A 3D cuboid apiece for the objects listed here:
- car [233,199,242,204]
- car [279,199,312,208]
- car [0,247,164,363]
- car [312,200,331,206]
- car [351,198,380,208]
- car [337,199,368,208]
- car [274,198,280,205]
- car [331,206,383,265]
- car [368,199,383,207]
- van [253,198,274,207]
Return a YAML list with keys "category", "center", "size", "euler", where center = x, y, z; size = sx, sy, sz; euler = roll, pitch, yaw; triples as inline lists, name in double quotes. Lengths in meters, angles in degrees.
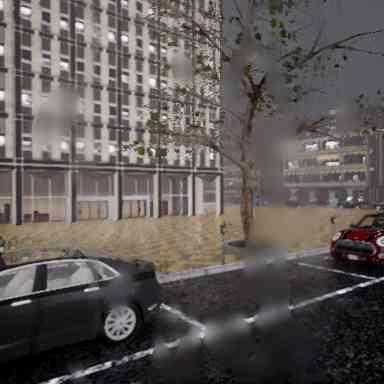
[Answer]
- category: "car"
  center: [12.061, 2.470, 83.650]
  size: [1.802, 1.307, 4.206]
  euler: [-2, 0, -36]
- category: "car"
  center: [18.687, 2.152, 60.069]
  size: [1.887, 1.381, 4.507]
  euler: [-1, 0, -36]
- category: "car"
  center: [-2.521, 1.551, 4.770]
  size: [4.403, 1.369, 2.008]
  euler: [0, 0, -35]
- category: "car"
  center: [25.191, 2.142, 65.655]
  size: [1.802, 1.307, 4.206]
  euler: [-2, 0, -36]
- category: "car"
  center: [30.450, 1.870, 58.473]
  size: [1.967, 1.590, 4.097]
  euler: [-2, 0, -36]
- category: "car"
  center: [24.768, 2.006, 51.595]
  size: [2.008, 1.369, 4.403]
  euler: [-1, 0, -36]
- category: "car"
  center: [18.594, 2.165, 74.632]
  size: [1.967, 1.590, 4.097]
  euler: [-2, 0, -36]
- category: "car"
  center: [6.479, 1.445, 11.190]
  size: [4.097, 1.590, 1.967]
  euler: [0, 0, -35]
- category: "car"
  center: [28.034, 1.925, 47.084]
  size: [2.008, 1.369, 4.403]
  euler: [-1, 0, -36]
- category: "van"
  center: [13.766, 2.072, 66.954]
  size: [1.690, 1.788, 3.998]
  euler: [-1, 0, -36]
